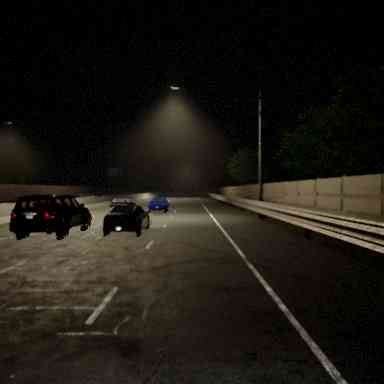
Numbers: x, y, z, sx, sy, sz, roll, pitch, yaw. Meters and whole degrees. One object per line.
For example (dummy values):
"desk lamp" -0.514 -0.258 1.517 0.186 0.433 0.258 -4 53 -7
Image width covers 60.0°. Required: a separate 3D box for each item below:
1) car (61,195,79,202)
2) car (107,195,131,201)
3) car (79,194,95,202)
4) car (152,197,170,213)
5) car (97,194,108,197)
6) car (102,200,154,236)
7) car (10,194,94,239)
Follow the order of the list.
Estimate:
"car" -24.501 1.247 66.793 1.895 1.301 4.718 0 0 0
"car" -6.901 1.335 33.305 2.128 1.511 4.902 0 0 0
"car" -21.001 1.176 66.823 1.812 1.442 4.674 0 0 0
"car" -3.400 1.313 34.919 1.882 1.535 5.008 0 0 0
"car" -17.505 1.178 66.011 2.128 1.511 4.902 0 0 0
"car" -3.401 1.425 17.818 1.837 1.490 4.892 0 0 0
"car" -6.900 1.146 16.832 2.150 2.045 5.566 0 0 0
